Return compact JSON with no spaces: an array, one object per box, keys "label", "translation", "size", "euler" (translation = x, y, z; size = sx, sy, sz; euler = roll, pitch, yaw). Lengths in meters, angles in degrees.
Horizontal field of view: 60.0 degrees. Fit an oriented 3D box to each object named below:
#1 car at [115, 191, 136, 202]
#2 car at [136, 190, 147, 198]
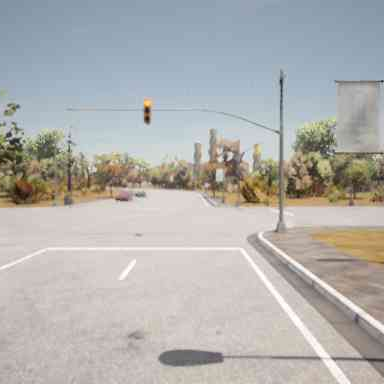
[{"label":"car","translation":[-10.479,0.661,51.217],"size":[1.882,1.535,5.008],"euler":[0,1,0]},{"label":"car","translation":[-10.370,0.369,67.267],"size":[2.033,1.411,5.357],"euler":[0,2,0]}]
